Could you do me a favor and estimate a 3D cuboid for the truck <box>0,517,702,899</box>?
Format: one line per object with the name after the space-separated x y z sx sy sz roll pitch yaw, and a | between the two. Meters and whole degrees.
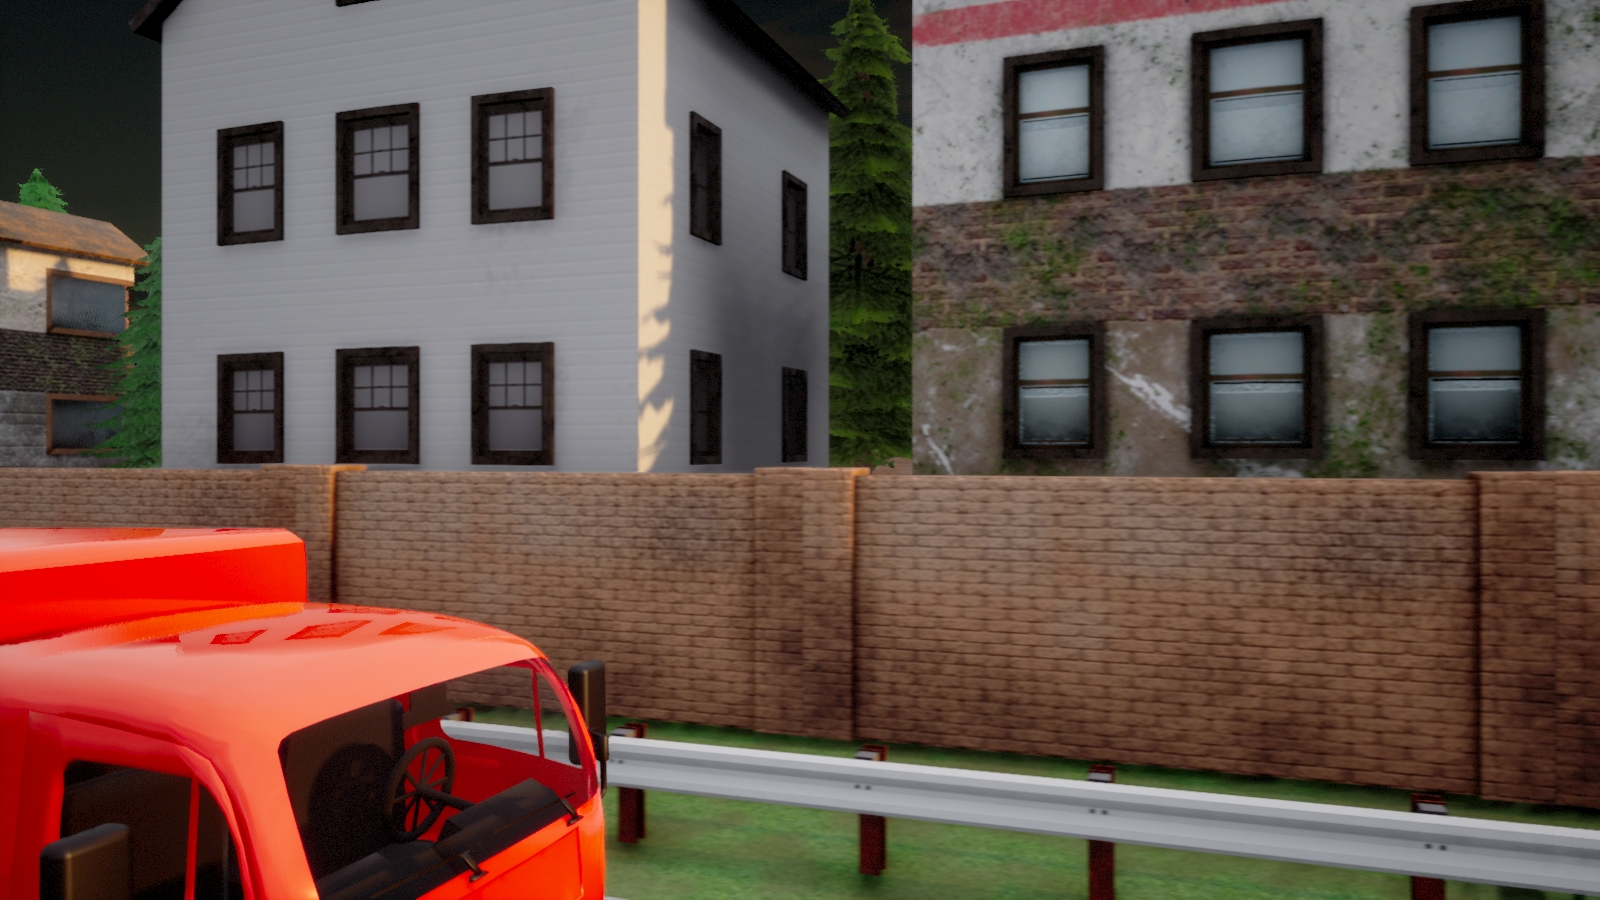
-3.316 1.579 4.503 5.204 2.467 2.627 -1 0 20 | truck
